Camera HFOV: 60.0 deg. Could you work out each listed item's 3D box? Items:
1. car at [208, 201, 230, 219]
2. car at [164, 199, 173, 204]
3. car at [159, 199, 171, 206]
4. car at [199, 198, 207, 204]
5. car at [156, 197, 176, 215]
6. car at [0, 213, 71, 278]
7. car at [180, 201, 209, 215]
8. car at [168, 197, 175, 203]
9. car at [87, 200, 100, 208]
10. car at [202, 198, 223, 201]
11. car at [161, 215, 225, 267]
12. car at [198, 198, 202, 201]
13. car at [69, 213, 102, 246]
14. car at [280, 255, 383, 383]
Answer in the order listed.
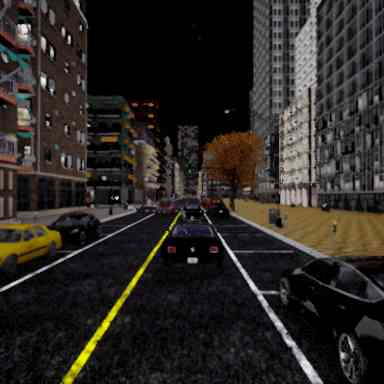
[{"bbox_3d":[2.691,1.861,32.756,1.947,1.339,4.313,0,-1,0],"label":"car"},{"bbox_3d":[-5.693,2.325,81.731,2.008,1.369,4.403,0,-1,0],"label":"car"},{"bbox_3d":[-5.692,2.212,70.665,2.008,1.369,4.403,0,-1,0],"label":"car"},{"bbox_3d":[2.688,2.301,81.901,1.752,1.417,4.829,0,-1,0],"label":"car"},{"bbox_3d":[-3.048,1.708,39.309,2.097,1.767,4.553,0,0,0],"label":"car"},{"bbox_3d":[-5.689,1.618,10.496,1.752,1.417,4.829,0,0,0],"label":"car"},{"bbox_3d":[0.044,1.738,27.411,2.128,1.511,4.902,0,0,0],"label":"car"},{"bbox_3d":[-5.693,2.331,92.796,1.967,1.590,4.097,0,-1,0],"label":"car"},{"bbox_3d":[-16.427,1.810,51.262,4.403,1.369,2.008,1,-1,-1],"label":"car"},{"bbox_3d":[2.691,1.662,38.281,2.192,1.841,5.009,0,-1,0],"label":"car"},{"bbox_3d":[0.041,1.704,11.802,1.895,1.301,4.718,0,0,1],"label":"car"},{"bbox_3d":[2.688,2.205,70.666,1.887,1.381,4.507,0,-1,0],"label":"car"},{"bbox_3d":[-5.689,1.709,16.188,1.947,1.339,4.313,0,-1,0],"label":"car"},{"bbox_3d":[2.693,1.611,5.142,1.947,1.339,4.313,0,0,0],"label":"car"}]
